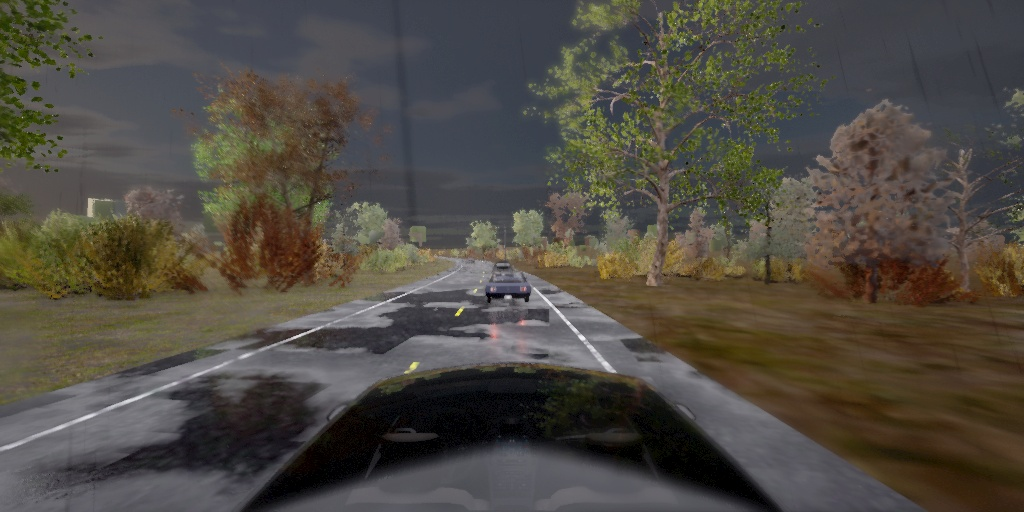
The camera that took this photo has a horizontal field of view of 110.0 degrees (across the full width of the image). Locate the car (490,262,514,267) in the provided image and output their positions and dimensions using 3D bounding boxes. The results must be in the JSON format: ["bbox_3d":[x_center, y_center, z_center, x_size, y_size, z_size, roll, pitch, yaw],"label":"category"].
[{"bbox_3d":[-0.849,1.238,31.590,1.837,1.490,4.892,0,0,-3],"label":"car"}]

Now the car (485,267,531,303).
[{"bbox_3d":[-0.213,1.357,16.585,1.895,1.301,4.718,0,0,-2],"label":"car"}]
